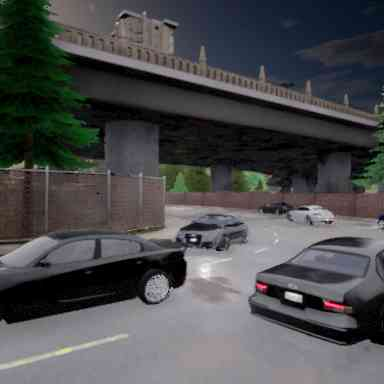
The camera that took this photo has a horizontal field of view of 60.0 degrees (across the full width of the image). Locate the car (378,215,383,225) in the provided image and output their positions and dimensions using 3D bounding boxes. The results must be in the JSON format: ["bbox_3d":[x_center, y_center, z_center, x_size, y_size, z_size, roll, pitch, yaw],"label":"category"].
[{"bbox_3d":[13.690,1.766,20.830,1.882,1.535,5.008,1,-1,1],"label":"car"}]

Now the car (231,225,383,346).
[{"bbox_3d":[3.382,1.628,6.563,5.357,1.411,2.033,1,-1,-41],"label":"car"}]

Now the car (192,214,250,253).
[{"bbox_3d":[1.021,1.678,14.498,1.994,1.385,4.181,1,0,29],"label":"car"}]

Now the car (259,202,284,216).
[{"bbox_3d":[9.386,1.869,37.142,1.837,1.490,4.892,1,0,-23],"label":"car"}]

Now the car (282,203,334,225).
[{"bbox_3d":[9.393,1.812,26.601,1.812,1.442,4.674,1,0,-12],"label":"car"}]

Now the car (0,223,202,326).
[{"bbox_3d":[-2.409,1.500,6.584,5.008,1.535,1.882,1,0,-36],"label":"car"}]
